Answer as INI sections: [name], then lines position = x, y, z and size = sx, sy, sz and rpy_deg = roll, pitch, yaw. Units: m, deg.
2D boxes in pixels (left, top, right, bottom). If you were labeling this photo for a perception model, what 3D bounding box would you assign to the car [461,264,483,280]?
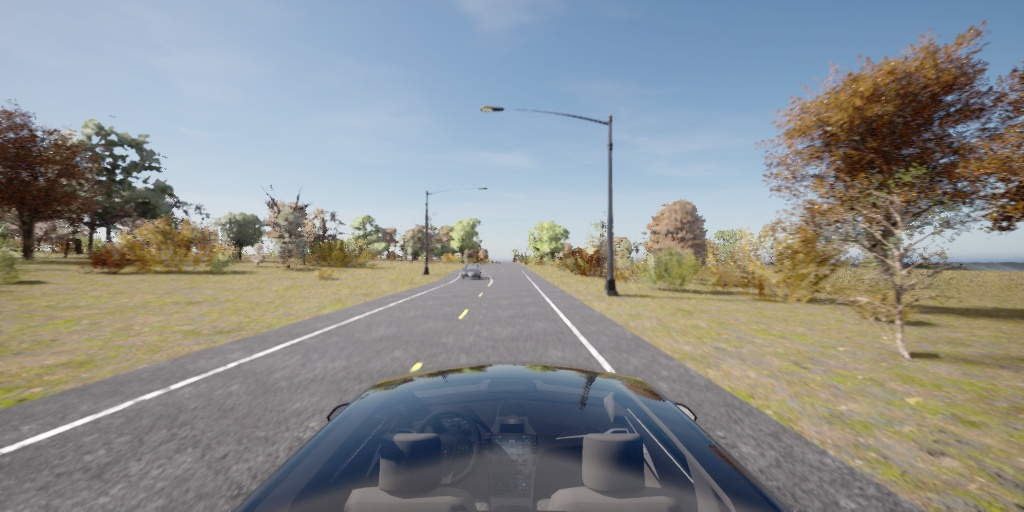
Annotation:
[car]
position = -4.009, 1.566, 36.054
size = 2.128, 1.511, 4.902
rpy_deg = 0, 0, -3
